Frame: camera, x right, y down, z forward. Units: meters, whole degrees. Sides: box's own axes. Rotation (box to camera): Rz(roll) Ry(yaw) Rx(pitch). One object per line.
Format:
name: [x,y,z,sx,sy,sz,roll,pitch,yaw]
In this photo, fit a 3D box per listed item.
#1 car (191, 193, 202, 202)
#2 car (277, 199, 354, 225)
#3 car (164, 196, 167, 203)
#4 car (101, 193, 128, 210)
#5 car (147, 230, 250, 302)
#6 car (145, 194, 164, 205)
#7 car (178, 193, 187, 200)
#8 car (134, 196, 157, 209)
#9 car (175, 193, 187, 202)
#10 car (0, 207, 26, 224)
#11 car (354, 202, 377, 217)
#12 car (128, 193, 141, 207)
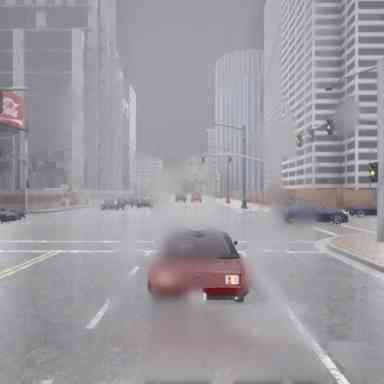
car: [0.966,1.216,73.292,2.150,2.045,5.566,0,0,1]
car: [8.377,1.353,23.225,4.553,1.767,2.097,0,0,1]
car: [-6.136,1.477,67.215,1.882,1.535,5.008,0,0,1]
car: [-10.049,1.352,42.383,2.097,1.767,4.553,0,0,1]
car: [0.206,1.601,8.219,1.895,1.301,4.718,0,0,2]
car: [-6.349,1.564,56.767,1.994,1.385,4.181,0,0,0]
car: [-2.390,1.184,83.979,2.097,1.767,4.553,0,0,1]
car: [-6.489,1.601,46.764,1.895,1.301,4.718,0,0,1]
car: [-2.533,1.216,73.339,2.150,2.045,5.566,0,0,1]
car: [-15.070,1.548,24.041,5.357,1.411,2.033,0,0,-10]
car: [16.512,1.601,30.358,4.718,1.301,1.895,0,0,0]
car: [-9.900,1.221,51.965,2.150,2.045,5.566,0,0,1]
